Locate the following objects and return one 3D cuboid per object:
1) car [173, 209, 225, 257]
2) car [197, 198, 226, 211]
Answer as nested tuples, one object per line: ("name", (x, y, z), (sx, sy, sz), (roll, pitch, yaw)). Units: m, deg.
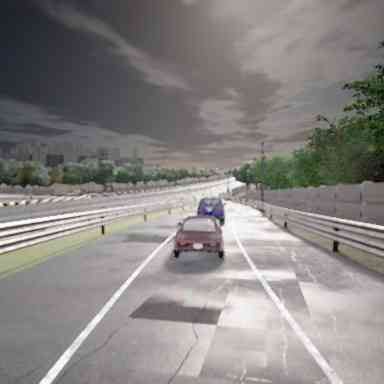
("car", (0.339, 1.660, 13.440), (1.812, 1.442, 4.674), (0, 0, 4))
("car", (1.646, 1.498, 27.931), (2.150, 2.045, 5.566), (0, 0, 7))
